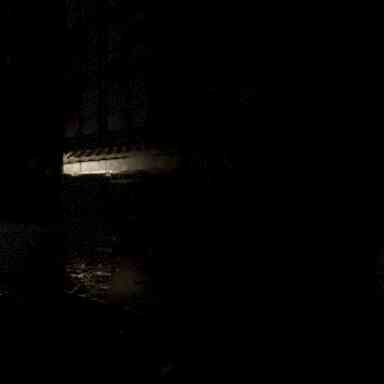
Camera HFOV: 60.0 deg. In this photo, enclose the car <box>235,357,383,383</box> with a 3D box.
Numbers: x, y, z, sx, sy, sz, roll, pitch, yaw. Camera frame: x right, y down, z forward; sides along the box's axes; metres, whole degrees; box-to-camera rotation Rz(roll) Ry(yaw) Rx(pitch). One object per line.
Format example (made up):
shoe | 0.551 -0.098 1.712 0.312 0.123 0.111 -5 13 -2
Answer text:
car | 2.043 1.580 1.502 4.206 1.307 1.802 0 0 36
